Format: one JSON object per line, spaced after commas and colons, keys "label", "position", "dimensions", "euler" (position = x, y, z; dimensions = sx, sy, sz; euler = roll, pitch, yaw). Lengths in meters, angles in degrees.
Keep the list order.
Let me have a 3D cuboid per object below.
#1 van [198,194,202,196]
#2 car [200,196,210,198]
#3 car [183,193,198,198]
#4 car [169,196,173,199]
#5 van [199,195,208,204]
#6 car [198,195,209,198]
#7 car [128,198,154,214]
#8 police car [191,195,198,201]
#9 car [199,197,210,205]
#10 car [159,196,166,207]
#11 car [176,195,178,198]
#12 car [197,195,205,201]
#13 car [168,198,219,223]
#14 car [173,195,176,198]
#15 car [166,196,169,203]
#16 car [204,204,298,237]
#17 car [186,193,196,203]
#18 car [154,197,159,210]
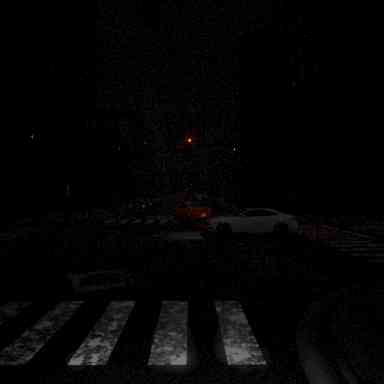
{"label": "van", "position": [2.371, 1.424, 58.178], "dimensions": [1.690, 1.788, 3.998], "euler": [0, 0, 0]}
{"label": "car", "position": [2.356, 1.641, 47.157], "dimensions": [1.802, 1.307, 4.206], "euler": [0, 0, 0]}
{"label": "car", "position": [-0.164, 1.441, 60.159], "dimensions": [2.097, 1.767, 4.553], "euler": [0, 0, -1]}
{"label": "car", "position": [-5.639, 1.552, 69.210], "dimensions": [1.967, 1.590, 4.097], "euler": [0, 0, 0]}
{"label": "van", "position": [2.386, 1.453, 69.199], "dimensions": [1.690, 1.788, 3.998], "euler": [0, 0, 0]}
{"label": "car", "position": [2.363, 1.637, 52.667], "dimensions": [1.947, 1.339, 4.313], "euler": [0, 0, 0]}
{"label": "car", "position": [-5.684, 1.480, 36.146], "dimensions": [1.967, 1.590, 4.097], "euler": [0, 0, 0]}
{"label": "police car", "position": [0.603, 1.598, 90.214], "dimensions": [1.930, 1.638, 5.238], "euler": [0, 0, 0]}
{"label": "car", "position": [2.378, 1.647, 63.688], "dimensions": [2.008, 1.369, 4.403], "euler": [0, 0, 0]}
{"label": "car", "position": [-5.662, 1.653, 52.678], "dimensions": [1.802, 1.307, 4.206], "euler": [0, 0, 0]}
{"label": "car", "position": [-5.609, 1.721, 91.253], "dimensions": [1.887, 1.381, 4.507], "euler": [0, 0, 0]}
{"label": "car", "position": [2.409, 1.600, 85.732], "dimensions": [1.967, 1.590, 4.097], "euler": [0, 0, 0]}
{"label": "car", "position": [-0.034, 1.502, 26.267], "dimensions": [1.882, 1.535, 5.008], "euler": [-2, 1, -21]}
{"label": "car", "position": [-5.624, 1.694, 80.231], "dimensions": [2.008, 1.369, 4.403], "euler": [0, 0, 0]}
{"label": "car", "position": [-5.654, 1.634, 58.188], "dimensions": [2.008, 1.369, 4.403], "euler": [0, 0, 0]}
{"label": "car", "position": [3.124, 1.521, 17.366], "dimensions": [4.674, 1.442, 1.812], "euler": [0, 0, 0]}
{"label": "car", "position": [-0.244, 1.349, 73.385], "dimensions": [2.150, 2.045, 5.566], "euler": [0, 0, 0]}
{"label": "car", "position": [-5.677, 1.489, 41.656], "dimensions": [1.967, 1.590, 4.097], "euler": [0, 0, 0]}
